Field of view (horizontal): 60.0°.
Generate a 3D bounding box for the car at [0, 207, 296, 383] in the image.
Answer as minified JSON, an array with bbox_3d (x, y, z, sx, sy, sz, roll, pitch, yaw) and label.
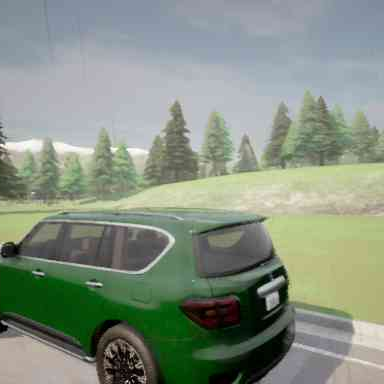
[{"bbox_3d":[-1.295,1.265,5.109,5.566,2.045,2.150,-1,0,37],"label":"car"}]
